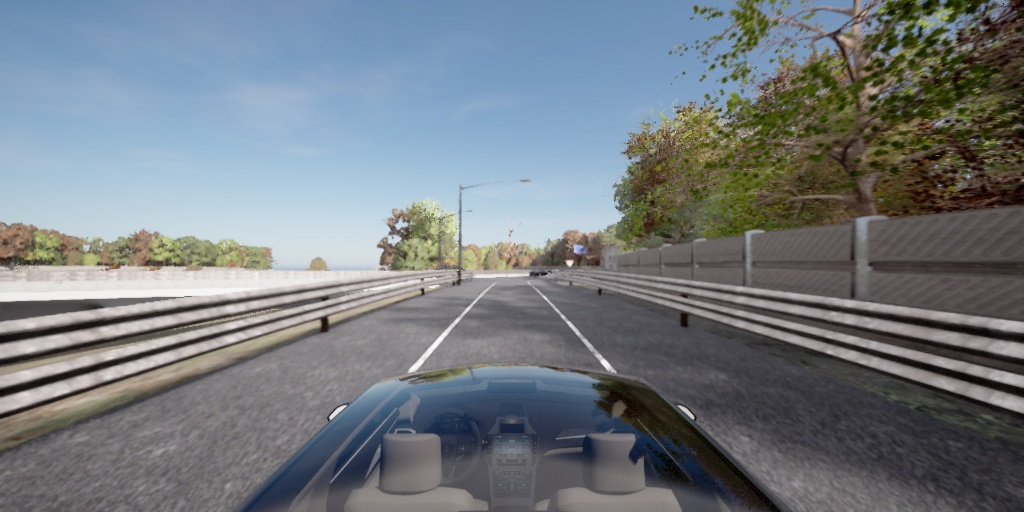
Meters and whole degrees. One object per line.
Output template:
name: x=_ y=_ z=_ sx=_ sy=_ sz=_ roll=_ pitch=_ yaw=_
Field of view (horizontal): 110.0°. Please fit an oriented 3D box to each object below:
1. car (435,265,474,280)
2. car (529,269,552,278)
car: x=-7.649 y=2.195 z=47.488 sx=2.150 sy=2.045 sz=5.566 roll=-2 pitch=-3 yaw=42
car: x=4.891 y=3.117 z=64.465 sx=1.882 sy=1.535 sz=5.008 roll=-1 pitch=-3 yaw=31
